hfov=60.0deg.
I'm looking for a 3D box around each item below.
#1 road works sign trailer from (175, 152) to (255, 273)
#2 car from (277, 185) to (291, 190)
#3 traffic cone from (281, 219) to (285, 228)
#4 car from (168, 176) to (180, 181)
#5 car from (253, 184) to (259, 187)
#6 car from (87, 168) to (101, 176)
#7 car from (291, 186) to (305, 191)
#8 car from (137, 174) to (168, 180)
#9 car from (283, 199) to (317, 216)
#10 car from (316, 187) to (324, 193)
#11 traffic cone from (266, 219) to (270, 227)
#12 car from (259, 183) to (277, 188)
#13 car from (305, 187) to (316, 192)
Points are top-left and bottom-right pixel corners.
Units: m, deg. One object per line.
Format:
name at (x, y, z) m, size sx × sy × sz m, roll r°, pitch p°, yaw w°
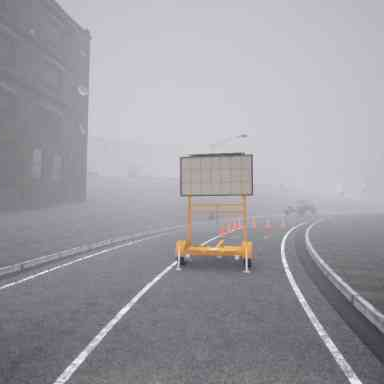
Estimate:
road works sign trailer at (0.840, 0.530, 11.043) m, size 2.380 × 3.560 × 2.880 m, roll -1°, pitch -1°, yaw 12°
car at (19.894, -0.793, 76.339) m, size 4.674 × 1.452 × 2.002 m, roll 4°, pitch -6°, yaw -39°
traffic cone at (6.251, 2.136, 22.871) m, size 0.340 × 0.580 × 0.340 m, roll -2°, pitch -1°, yaw 17°
car at (-2.506, -2.113, 59.832) m, size 4.892 × 1.521 × 2.231 m, roll 3°, pitch -5°, yaw -33°
car at (11.071, -1.500, 69.397) m, size 4.553 × 1.767 × 2.185 m, roll 3°, pitch -6°, yaw -36°
car at (-16.334, -2.839, 50.930) m, size 4.553 × 1.767 × 2.185 m, roll 2°, pitch -5°, yaw -33°
car at (24.039, -0.559, 79.825) m, size 4.892 × 1.521 × 2.231 m, roll 4°, pitch -6°, yaw -40°
car at (-7.139, -2.323, 56.840) m, size 4.892 × 1.521 × 2.231 m, roll 2°, pitch -5°, yaw -33°
car at (13.435, 1.886, 41.079) m, size 2.150 × 2.045 × 5.566 m, roll -5°, pitch -4°, yaw 44°
car at (32.407, -0.164, 87.332) m, size 5.566 × 2.045 × 2.435 m, roll 5°, pitch -6°, yaw -42°
traffic cone at (5.297, 2.166, 23.161) m, size 0.340 × 0.580 × 0.340 m, roll -2°, pitch -1°, yaw 17°
car at (15.598, -1.073, 72.885) m, size 4.792 × 1.488 × 2.163 m, roll 3°, pitch -6°, yaw -38°
car at (28.267, -0.375, 83.550) m, size 4.553 × 1.767 × 2.185 m, roll 4°, pitch -6°, yaw -41°
